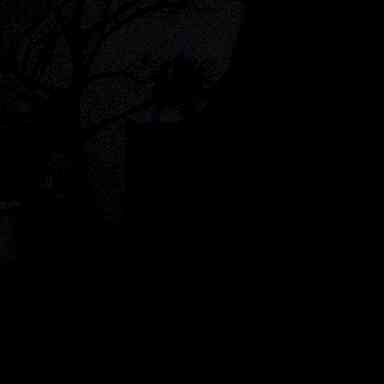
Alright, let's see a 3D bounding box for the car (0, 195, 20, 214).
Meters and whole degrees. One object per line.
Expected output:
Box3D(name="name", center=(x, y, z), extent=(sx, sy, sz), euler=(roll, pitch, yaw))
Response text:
Box3D(name="car", center=(-20.116, 1.349, 34.391), extent=(2.150, 2.045, 5.566), euler=(1, -1, 3))
